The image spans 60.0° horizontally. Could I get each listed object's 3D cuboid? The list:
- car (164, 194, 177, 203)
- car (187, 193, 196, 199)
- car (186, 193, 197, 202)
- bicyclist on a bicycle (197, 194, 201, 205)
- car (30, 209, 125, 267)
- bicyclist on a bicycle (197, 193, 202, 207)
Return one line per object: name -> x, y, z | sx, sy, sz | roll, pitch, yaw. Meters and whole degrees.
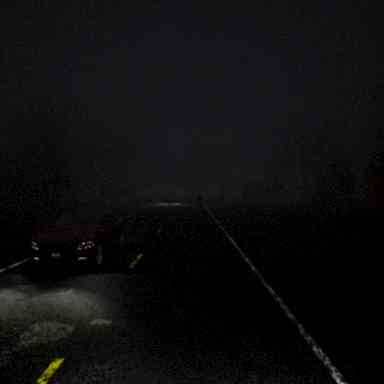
car -> -3.563, 1.015, 54.514 | 1.882, 1.535, 5.008 | 0, 0, 0
car -> -0.005, 0.906, 75.412 | 1.994, 1.385, 4.181 | 0, 1, 0
car -> 0.014, 1.053, 58.133 | 2.033, 1.411, 5.357 | 0, 1, 1
bicyclist on a bicycle -> 0.959, 1.045, 48.226 | 0.582, 1.620, 1.656 | 0, 0, 0
car -> -3.601, 1.384, 11.300 | 1.882, 1.535, 5.008 | 0, 0, 0
bicyclist on a bicycle -> 0.960, 1.124, 39.073 | 0.582, 1.620, 1.656 | 0, 0, 0
